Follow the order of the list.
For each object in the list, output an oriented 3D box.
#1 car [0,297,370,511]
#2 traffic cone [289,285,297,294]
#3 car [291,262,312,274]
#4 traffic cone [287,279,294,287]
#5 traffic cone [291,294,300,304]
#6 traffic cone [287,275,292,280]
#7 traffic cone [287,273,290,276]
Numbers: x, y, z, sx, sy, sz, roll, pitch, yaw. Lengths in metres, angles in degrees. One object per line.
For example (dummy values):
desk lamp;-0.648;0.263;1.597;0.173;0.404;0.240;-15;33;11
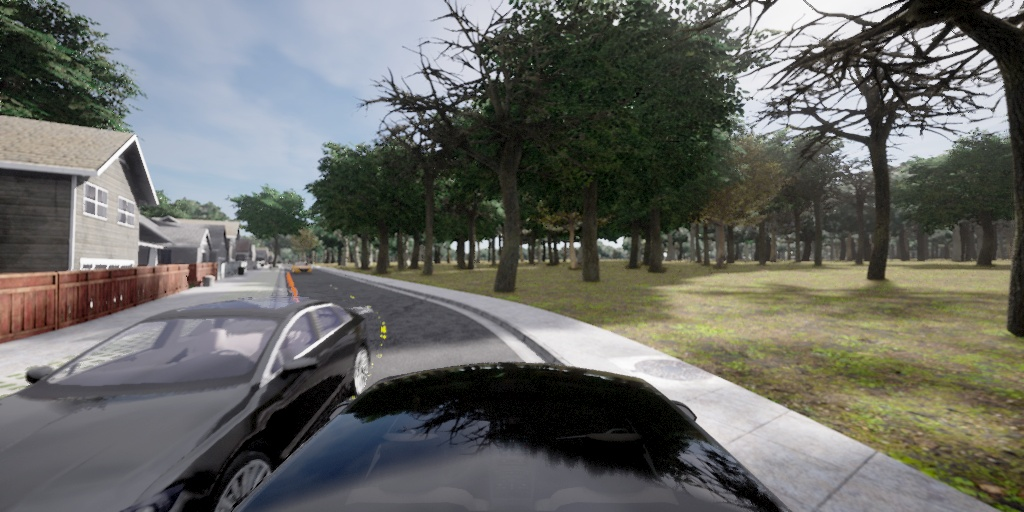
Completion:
car;-2.824;1.246;3.617;2.128;1.511;4.902;0;0;-9
traffic cone;-9.991;1.747;16.533;0.340;0.580;0.340;0;0;-33
car;-28.091;1.590;47.802;1.882;1.535;5.008;1;-1;-38
traffic cone;-12.684;1.787;20.746;0.340;0.580;0.340;0;0;-33
traffic cone;-7.420;1.719;12.422;0.340;0.580;0.340;0;0;-29
traffic cone;-15.378;1.829;24.960;0.340;0.580;0.340;0;0;-33
traffic cone;-18.070;1.870;29.174;0.340;0.580;0.340;0;0;-33
